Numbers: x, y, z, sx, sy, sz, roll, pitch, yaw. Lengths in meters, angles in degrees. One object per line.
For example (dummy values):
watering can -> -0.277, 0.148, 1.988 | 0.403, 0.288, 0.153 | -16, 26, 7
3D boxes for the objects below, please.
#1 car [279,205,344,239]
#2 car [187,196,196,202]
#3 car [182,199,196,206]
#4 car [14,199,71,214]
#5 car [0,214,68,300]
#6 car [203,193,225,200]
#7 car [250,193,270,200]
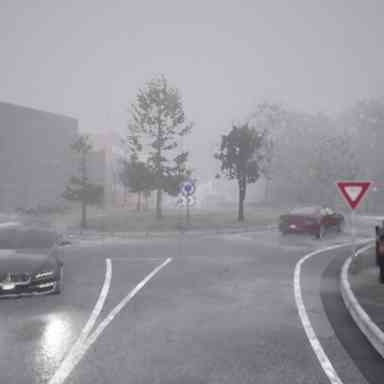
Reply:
car -> 6.281, 1.418, 17.195 | 1.882, 1.535, 5.008 | 0, 1, 41
car -> -0.015, 1.678, 78.097 | 2.033, 1.411, 5.357 | 0, 0, 1
car -> -0.685, 1.625, 53.622 | 1.895, 1.301, 4.718 | 0, 0, 1
car -> -14.239, 1.424, 32.081 | 2.033, 1.411, 5.357 | 0, 0, 25
car -> -4.288, 1.549, 8.576 | 1.837, 1.490, 4.892 | 2, -1, -20
car -> 6.658, 1.365, 94.792 | 5.566, 2.045, 2.435 | 0, 0, 1
car -> 19.169, 1.470, 91.925 | 4.553, 1.767, 2.185 | 0, 0, 1
